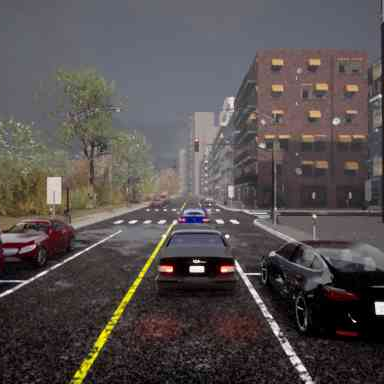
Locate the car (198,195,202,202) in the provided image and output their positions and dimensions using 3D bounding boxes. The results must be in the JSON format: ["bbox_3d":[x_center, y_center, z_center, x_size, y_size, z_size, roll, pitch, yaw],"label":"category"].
[{"bbox_3d":[2.620,1.621,67.319,1.802,1.307,4.206,1,0,0],"label":"car"}]

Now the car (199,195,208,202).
[{"bbox_3d":[2.629,1.492,78.686,1.967,1.590,4.097,1,0,0],"label":"car"}]

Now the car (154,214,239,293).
[{"bbox_3d":[0.106,1.550,8.984,2.033,1.411,5.357,0,0,0],"label":"car"}]

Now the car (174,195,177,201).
[{"bbox_3d":[-5.249,1.609,83.528,2.008,1.369,4.403,1,0,0],"label":"car"}]

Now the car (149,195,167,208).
[{"bbox_3d":[-5.272,1.567,49.472,1.887,1.381,4.507,1,0,0],"label":"car"}]

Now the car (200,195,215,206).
[{"bbox_3d":[2.608,1.574,50.270,2.008,1.369,4.403,1,0,0],"label":"car"}]

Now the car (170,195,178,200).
[{"bbox_3d":[-5.241,1.626,94.881,2.008,1.369,4.403,1,0,0],"label":"car"}]

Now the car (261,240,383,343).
[{"bbox_3d":[2.578,1.567,6.453,1.947,1.339,4.313,1,0,0],"label":"car"}]

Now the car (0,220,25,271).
[{"bbox_3d":[-5.301,1.316,5.702,2.192,1.841,5.009,1,0,0],"label":"car"}]

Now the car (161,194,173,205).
[{"bbox_3d":[-5.262,1.347,60.824,2.192,1.841,5.009,1,0,0],"label":"car"}]

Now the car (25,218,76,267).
[{"bbox_3d":[-5.299,1.585,11.357,1.802,1.307,4.206,1,0,0],"label":"car"}]

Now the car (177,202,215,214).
[{"bbox_3d":[0.121,1.530,18.574,1.812,1.442,4.674,0,0,0],"label":"car"}]
